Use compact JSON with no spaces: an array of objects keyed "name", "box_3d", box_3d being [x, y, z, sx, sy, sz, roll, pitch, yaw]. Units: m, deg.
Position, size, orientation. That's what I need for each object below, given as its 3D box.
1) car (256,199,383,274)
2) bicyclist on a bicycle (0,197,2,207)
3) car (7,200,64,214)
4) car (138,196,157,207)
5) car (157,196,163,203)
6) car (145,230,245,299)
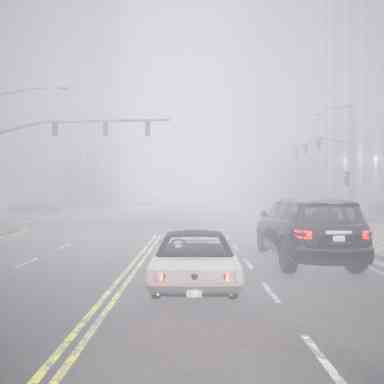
[{"name":"car","box_3d":[3.583,1.221,10.745,2.150,2.045,5.566,0,0,0]},{"name":"bicyclist on a bicycle","box_3d":[-26.380,1.296,45.411,0.582,1.620,1.656,0,0,-1]},{"name":"car","box_3d":[-16.239,1.543,34.713,5.357,1.411,2.033,0,0,-1]},{"name":"car","box_3d":[-7.045,1.557,51.121,1.994,1.385,4.181,0,0,0]},{"name":"car","box_3d":[-6.963,1.484,66.792,2.128,1.511,4.902,0,0,0]},{"name":"car","box_3d":[0.067,1.600,8.391,1.895,1.301,4.718,0,0,1]}]
